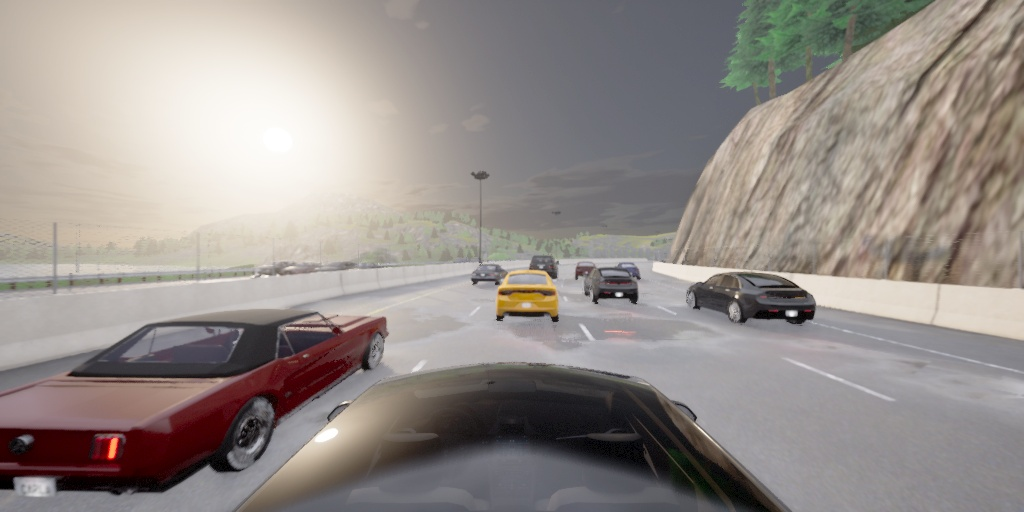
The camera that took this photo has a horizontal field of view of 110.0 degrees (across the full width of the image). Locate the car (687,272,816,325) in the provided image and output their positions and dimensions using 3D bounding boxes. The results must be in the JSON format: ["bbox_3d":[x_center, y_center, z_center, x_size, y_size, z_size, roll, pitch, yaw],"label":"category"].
[{"bbox_3d":[7.541,1.267,11.889,1.837,1.490,4.892,0,0,4],"label":"car"}]

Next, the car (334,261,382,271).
[{"bbox_3d":[-11.861,1.274,28.826,1.994,1.385,4.181,0,0,9],"label":"car"}]

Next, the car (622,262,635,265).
[{"bbox_3d":[10.117,1.284,31.705,1.812,1.442,4.674,0,0,11],"label":"car"}]

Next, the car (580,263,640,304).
[{"bbox_3d":[4.404,1.258,16.443,1.837,1.490,4.892,0,0,5],"label":"car"}]

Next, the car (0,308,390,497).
[{"bbox_3d":[-3.301,1.342,4.750,1.895,1.301,4.718,0,0,1],"label":"car"}]

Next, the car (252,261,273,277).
[{"bbox_3d":[-21.742,1.176,33.522,2.128,1.511,4.902,0,0,10],"label":"car"}]

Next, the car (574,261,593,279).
[{"bbox_3d":[6.685,1.228,32.391,1.882,1.535,5.008,0,0,11],"label":"car"}]

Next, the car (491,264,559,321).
[{"bbox_3d":[0.569,1.224,12.518,1.882,1.535,5.008,0,0,4],"label":"car"}]

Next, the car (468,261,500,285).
[{"bbox_3d":[-1.547,1.282,25.832,2.033,1.411,5.357,0,0,8],"label":"car"}]

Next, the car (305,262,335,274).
[{"bbox_3d":[-15.071,1.206,30.990,1.837,1.490,4.892,0,0,9],"label":"car"}]

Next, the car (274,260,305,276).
[{"bbox_3d":[-18.446,1.257,31.982,1.994,1.385,4.181,0,0,10],"label":"car"}]

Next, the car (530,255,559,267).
[{"bbox_3d":[2.697,0.964,30.173,2.150,2.045,5.566,0,0,10],"label":"car"}]
